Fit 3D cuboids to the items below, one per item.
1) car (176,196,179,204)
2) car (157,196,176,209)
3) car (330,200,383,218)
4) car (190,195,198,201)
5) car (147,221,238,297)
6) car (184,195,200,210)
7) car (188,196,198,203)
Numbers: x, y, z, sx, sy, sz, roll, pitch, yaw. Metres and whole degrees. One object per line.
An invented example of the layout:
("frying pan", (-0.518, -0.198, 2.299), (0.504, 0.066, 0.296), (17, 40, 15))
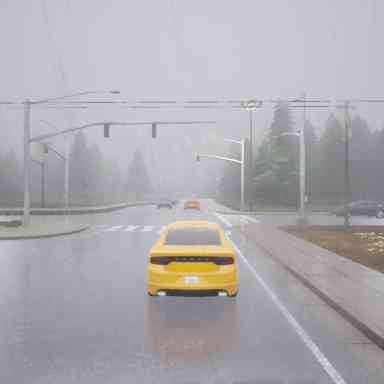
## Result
("car", (-3.589, 1.601, 55.242), (1.895, 1.301, 4.718), (0, 0, 1))
("car", (-3.612, 1.547, 45.064), (2.033, 1.411, 5.357), (0, 0, 0))
("car", (14.889, 1.531, 29.630), (4.892, 1.490, 1.837), (0, 0, 1))
("car", (0.637, 1.442, 83.258), (1.837, 1.490, 4.892), (0, 0, 2))
("car", (0.043, 1.474, 8.642), (1.882, 1.535, 5.008), (0, 0, 1))
("car", (-0.012, 1.478, 42.304), (1.882, 1.535, 5.008), (0, 0, 0))
("car", (0.246, 1.537, 72.865), (2.033, 1.411, 5.357), (0, 0, 2))
